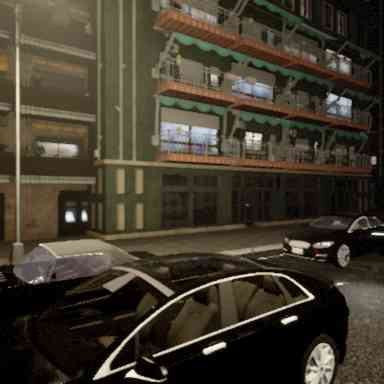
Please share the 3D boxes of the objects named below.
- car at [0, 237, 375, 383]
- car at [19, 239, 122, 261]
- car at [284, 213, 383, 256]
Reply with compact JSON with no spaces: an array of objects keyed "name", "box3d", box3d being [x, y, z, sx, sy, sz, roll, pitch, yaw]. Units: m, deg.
[{"name":"car","box3d":[-0.273,1.506,3.490,4.892,1.490,1.837,0,0,-35]},{"name":"car","box3d":[-2.449,1.602,5.937,4.718,1.301,1.895,0,0,-35]},{"name":"car","box3d":[5.136,1.491,11.339,4.902,1.511,2.128,0,0,-36]}]
